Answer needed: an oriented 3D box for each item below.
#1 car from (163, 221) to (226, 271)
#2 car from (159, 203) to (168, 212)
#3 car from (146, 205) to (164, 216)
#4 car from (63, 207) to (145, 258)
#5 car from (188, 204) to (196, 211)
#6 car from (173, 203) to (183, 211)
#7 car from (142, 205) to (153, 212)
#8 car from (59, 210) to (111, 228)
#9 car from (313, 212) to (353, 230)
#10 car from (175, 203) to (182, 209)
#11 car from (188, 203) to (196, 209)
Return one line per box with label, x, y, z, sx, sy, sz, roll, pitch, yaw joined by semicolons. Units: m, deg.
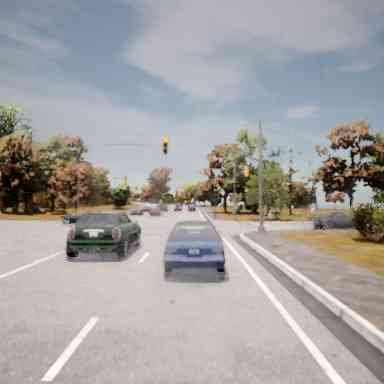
car;0.075;1.684;11.275;2.033;1.411;5.357;0;-1;0
car;-7.016;3.661;79.044;2.150;2.045;5.566;0;0;0
car;-7.037;3.797;63.509;1.882;1.535;5.008;0;-1;0
car;-3.420;1.554;13.714;2.097;1.767;4.553;0;-2;0
car;-0.017;3.958;81.414;1.812;1.442;4.674;0;0;0
car;-3.517;4.030;81.478;1.895;1.301;4.718;0;0;0
car;-10.516;3.976;78.941;2.033;1.411;5.357;0;0;0
car;-10.015;2.456;30.971;4.902;1.511;2.128;-2;-4;37
car;11.580;2.255;25.735;4.181;1.385;1.994;0;-3;-5
car;-3.613;3.801;91.513;1.837;1.490;4.892;0;0;-3
car;-0.114;3.858;91.598;1.994;1.385;4.181;0;0;-3
